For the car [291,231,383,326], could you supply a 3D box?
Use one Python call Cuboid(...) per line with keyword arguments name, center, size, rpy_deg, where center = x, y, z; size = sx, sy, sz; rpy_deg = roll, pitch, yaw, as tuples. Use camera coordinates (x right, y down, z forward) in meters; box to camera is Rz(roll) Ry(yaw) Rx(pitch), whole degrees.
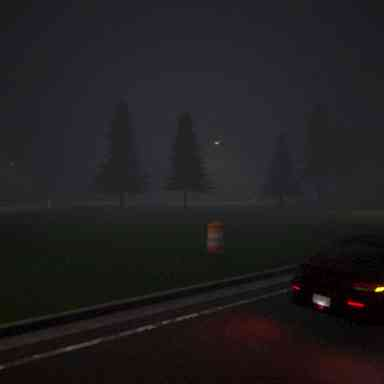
Cuboid(name="car", center=(3.887, 1.513, 6.519), size=(4.674, 1.442, 1.812), rpy_deg=(0, 0, -36))
